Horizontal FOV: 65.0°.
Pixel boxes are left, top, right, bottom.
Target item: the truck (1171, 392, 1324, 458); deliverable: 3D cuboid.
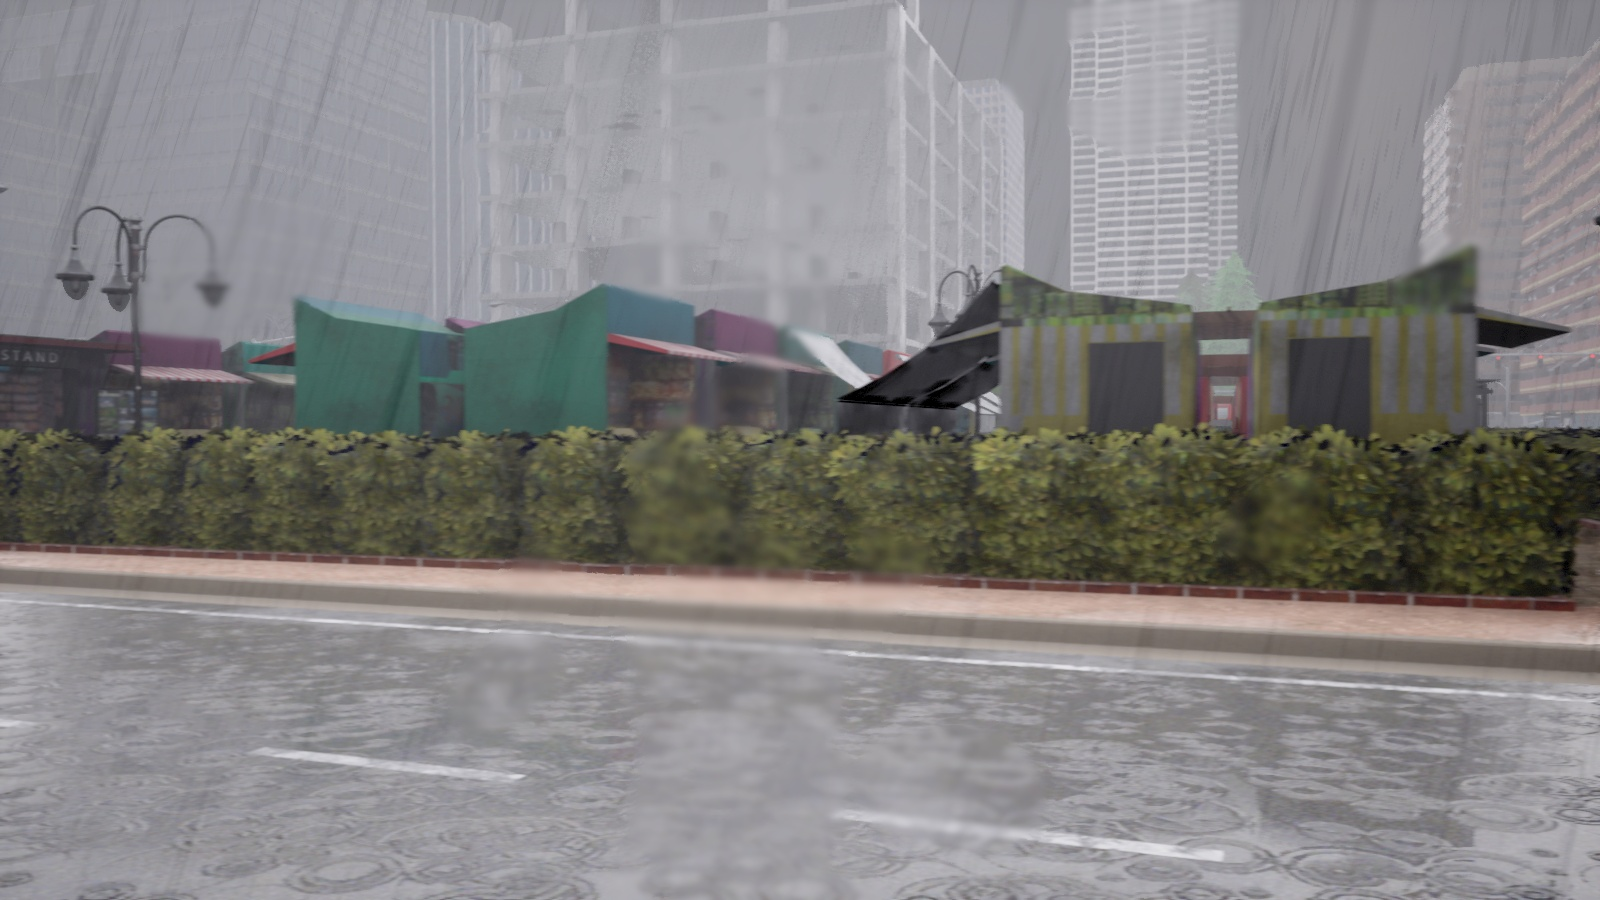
[{"bbox_3d":[26.891,-1.516,75.769,8.468,3.827,2.891,1,1,18],"label":"truck"}]
